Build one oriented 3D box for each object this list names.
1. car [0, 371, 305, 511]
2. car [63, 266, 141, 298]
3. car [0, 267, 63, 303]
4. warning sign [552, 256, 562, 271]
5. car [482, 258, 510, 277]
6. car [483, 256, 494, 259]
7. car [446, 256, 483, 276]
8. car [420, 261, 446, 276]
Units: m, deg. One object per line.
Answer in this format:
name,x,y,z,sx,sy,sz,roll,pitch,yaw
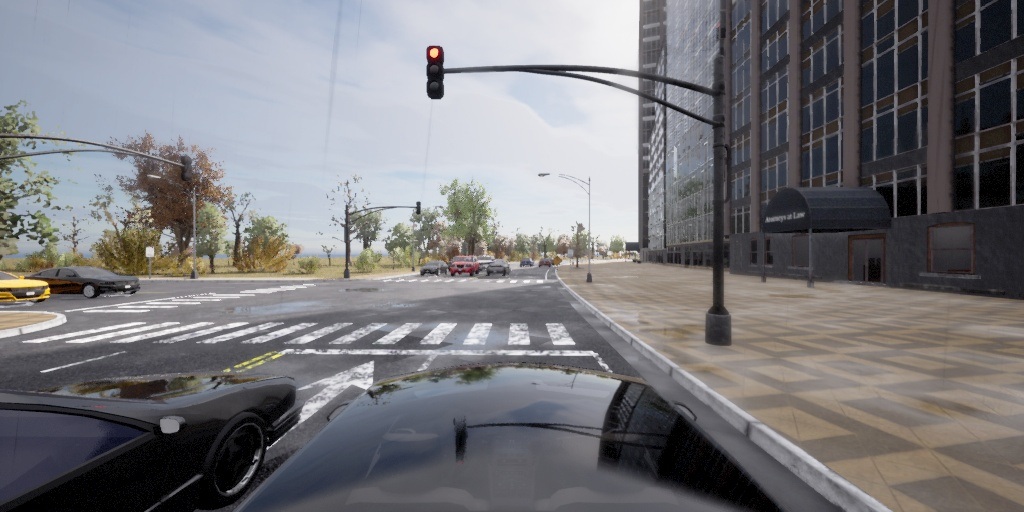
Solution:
car,-3.128,1.297,1.295,2.033,1.411,5.357,0,0,1
car,-21.823,1.275,18.208,5.008,1.535,1.882,0,0,4
car,-22.467,1.289,14.987,5.008,1.535,1.882,0,0,3
warning sign,5.544,0.869,43.990,1.300,1.860,1.060,0,0,7
car,-1.336,1.241,36.198,2.128,1.511,4.902,0,0,6
car,-3.542,0.972,47.077,2.150,2.045,5.566,0,0,8
car,-4.751,0.970,36.782,2.150,2.045,5.566,0,0,4
car,-7.943,1.252,37.071,1.837,1.490,4.892,0,0,6
